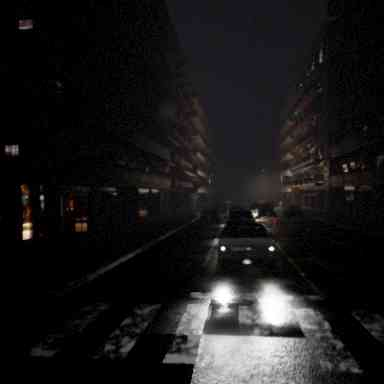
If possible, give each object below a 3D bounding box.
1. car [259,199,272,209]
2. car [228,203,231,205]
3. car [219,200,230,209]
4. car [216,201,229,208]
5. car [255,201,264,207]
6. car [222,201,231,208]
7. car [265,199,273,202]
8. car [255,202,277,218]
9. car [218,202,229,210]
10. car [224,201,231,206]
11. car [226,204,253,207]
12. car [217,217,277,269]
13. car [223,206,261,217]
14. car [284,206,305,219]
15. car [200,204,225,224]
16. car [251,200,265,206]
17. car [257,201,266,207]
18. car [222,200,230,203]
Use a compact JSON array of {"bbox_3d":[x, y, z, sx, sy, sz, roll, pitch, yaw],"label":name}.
[{"bbox_3d":[15.188,2.475,68.774,2.192,1.841,5.009,-2,-1,7],"label":"car"},{"bbox_3d":[5.864,2.309,41.596,2.033,1.411,5.357,-1,-1,8],"label":"car"},{"bbox_3d":[6.906,2.620,69.801,2.192,1.841,5.009,-2,-1,7],"label":"car"},{"bbox_3d":[3.930,2.427,47.168,1.752,1.417,4.829,-2,-1,7],"label":"car"},{"bbox_3d":[17.421,3.018,85.612,1.947,1.339,4.313,-2,-1,7],"label":"car"},{"bbox_3d":[8.393,3.045,81.027,1.887,1.381,4.507,-2,-1,7],"label":"car"},{"bbox_3d":[14.448,2.376,63.158,2.192,1.841,5.009,-2,-1,7],"label":"car"},{"bbox_3d":[8.700,2.189,38.836,1.812,1.442,4.674,-1,-1,8],"label":"car"},{"bbox_3d":[6.173,2.750,64.182,1.887,1.381,4.507,-2,-1,7],"label":"car"},{"bbox_3d":[9.873,3.259,92.259,1.947,1.339,4.313,-2,-1,7],"label":"car"},{"bbox_3d":[4.457,2.138,31.128,1.994,1.385,4.181,-1,-1,8],"label":"car"},{"bbox_3d":[1.946,1.829,12.157,1.895,1.301,4.718,-1,-1,8],"label":"car"},{"bbox_3d":[3.148,1.900,21.285,1.837,1.490,4.892,-1,-1,7],"label":"car"},{"bbox_3d":[10.758,2.140,35.078,1.802,1.307,4.206,-2,-1,7],"label":"car"},{"bbox_3d":[1.735,2.147,30.491,1.887,1.381,4.507,-2,-1,7],"label":"car"},{"bbox_3d":[11.313,2.526,58.771,1.837,1.490,4.892,-1,-1,7],"label":"car"},{"bbox_3d":[16.675,2.900,79.999,1.887,1.381,4.507,-2,-1,7],"label":"car"},{"bbox_3d":[4.686,2.321,52.956,2.192,1.841,5.009,-2,-1,7],"label":"car"}]
